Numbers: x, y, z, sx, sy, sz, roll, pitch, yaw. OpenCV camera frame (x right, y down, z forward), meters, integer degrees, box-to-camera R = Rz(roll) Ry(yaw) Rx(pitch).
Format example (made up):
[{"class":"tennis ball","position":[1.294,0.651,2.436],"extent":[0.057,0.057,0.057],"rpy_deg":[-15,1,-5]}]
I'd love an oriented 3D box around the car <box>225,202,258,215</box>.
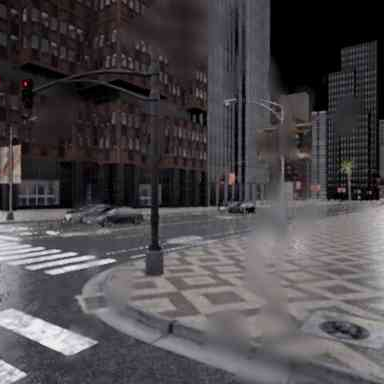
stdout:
[{"class":"car","position":[6.372,2.004,40.892],"extent":[1.882,1.535,5.008],"rpy_deg":[0,-1,35]}]

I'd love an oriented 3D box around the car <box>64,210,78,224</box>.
[{"class":"car","position":[-7.728,1.716,26.443],"extent":[2.128,1.511,4.902],"rpy_deg":[0,-1,35]}]

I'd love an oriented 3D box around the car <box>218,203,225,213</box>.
[{"class":"car","position":[5.275,2.047,44.972],"extent":[2.128,1.511,4.902],"rpy_deg":[0,-1,35]}]

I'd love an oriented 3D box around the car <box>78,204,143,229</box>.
[{"class":"car","position":[-5.497,1.751,23.964],"extent":[1.812,1.442,4.674],"rpy_deg":[0,-1,35]}]
